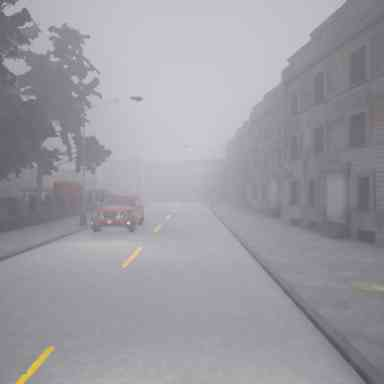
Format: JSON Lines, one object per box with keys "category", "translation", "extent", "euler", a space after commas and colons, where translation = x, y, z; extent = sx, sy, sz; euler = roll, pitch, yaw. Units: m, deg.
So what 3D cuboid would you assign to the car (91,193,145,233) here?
{"category": "car", "translation": [-4.112, 1.099, 19.304], "extent": [2.150, 2.045, 5.566], "euler": [0, 1, 0]}
